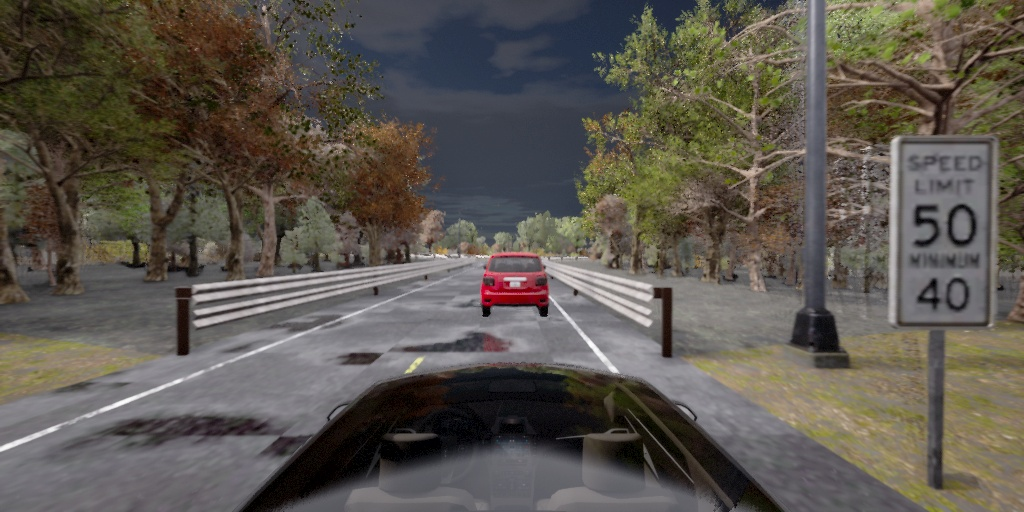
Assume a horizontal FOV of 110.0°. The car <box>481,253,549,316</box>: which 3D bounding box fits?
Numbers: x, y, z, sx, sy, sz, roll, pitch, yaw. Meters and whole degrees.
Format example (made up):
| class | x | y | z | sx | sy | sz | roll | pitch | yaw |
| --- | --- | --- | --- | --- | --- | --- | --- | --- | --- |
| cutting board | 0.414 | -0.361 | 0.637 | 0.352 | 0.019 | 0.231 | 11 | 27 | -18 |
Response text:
| class | x | y | z | sx | sy | sz | roll | pitch | yaw |
| --- | --- | --- | --- | --- | --- | --- | --- | --- | --- |
| car | 0.099 | 0.895 | 13.165 | 2.150 | 2.045 | 5.566 | 0 | 1 | 0 |
